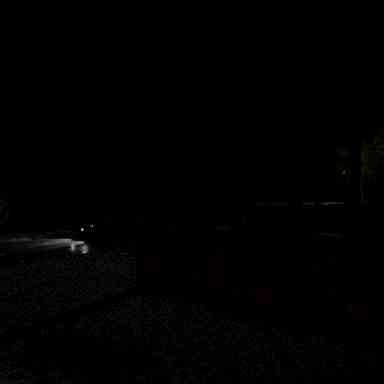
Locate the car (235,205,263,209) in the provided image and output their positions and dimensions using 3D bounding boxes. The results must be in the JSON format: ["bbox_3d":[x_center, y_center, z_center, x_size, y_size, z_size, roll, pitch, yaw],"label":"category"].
[{"bbox_3d":[4.195,1.712,25.512,4.902,1.511,2.128,1,-1,-44],"label":"car"}]

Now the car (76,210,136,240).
[{"bbox_3d":[-3.967,1.685,17.715,4.181,1.385,1.994,1,-1,-45],"label":"car"}]

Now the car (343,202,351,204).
[{"bbox_3d":[18.725,1.906,39.338,4.892,1.490,1.837,1,-2,-43],"label":"car"}]
